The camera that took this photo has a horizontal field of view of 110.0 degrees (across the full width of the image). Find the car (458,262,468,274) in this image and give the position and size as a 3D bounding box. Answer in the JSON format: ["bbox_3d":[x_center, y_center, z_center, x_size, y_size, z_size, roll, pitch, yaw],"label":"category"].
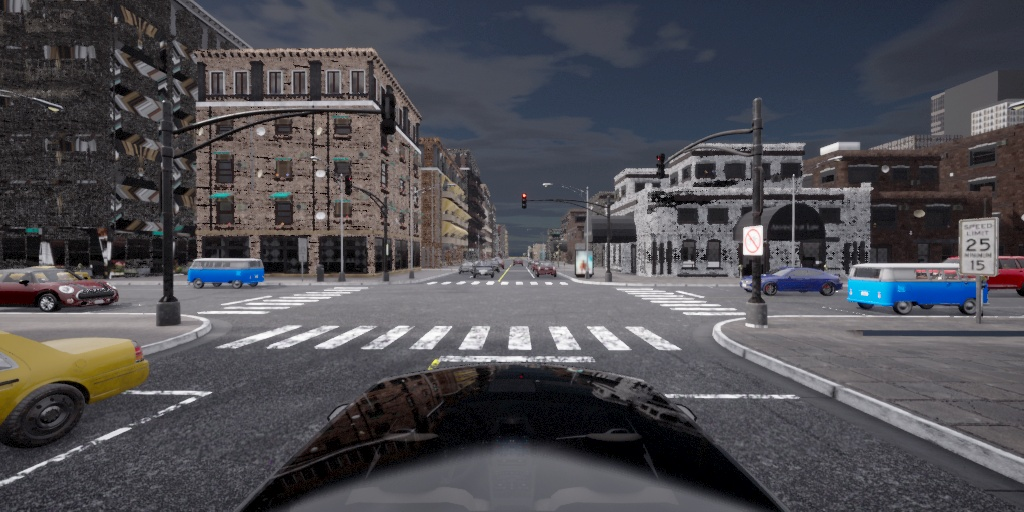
[{"bbox_3d":[-5.031,1.311,40.924,2.007,1.370,4.403,0,0,1],"label":"car"}]

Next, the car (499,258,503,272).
[{"bbox_3d":[-2.386,1.268,43.991,1.837,1.490,4.892,0,0,1],"label":"car"}]

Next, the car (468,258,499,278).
[{"bbox_3d":[-2.571,1.246,33.722,2.128,1.511,4.902,0,0,-1],"label":"car"}]

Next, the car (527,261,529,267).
[{"bbox_3d":[3.542,1.321,52.187,2.007,1.370,4.403,0,0,1],"label":"car"}]

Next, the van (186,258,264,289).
[{"bbox_3d":[-17.430,1.030,21.886,3.998,1.789,1.690,0,0,1],"label":"van"}]

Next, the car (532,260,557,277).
[{"bbox_3d":[3.253,1.195,35.099,1.967,1.591,4.097,0,0,1],"label":"car"}]

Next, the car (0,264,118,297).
[{"bbox_3d":[-17.529,1.190,13.506,4.097,1.591,1.967,0,0,1],"label":"car"}]

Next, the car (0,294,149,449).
[{"bbox_3d":[-5.681,1.275,2.609,1.751,1.417,4.829,0,0,1],"label":"car"}]

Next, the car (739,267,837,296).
[{"bbox_3d":[14.688,1.298,18.982,4.674,1.442,1.812,0,0,2],"label":"car"}]

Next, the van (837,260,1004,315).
[{"bbox_3d":[14.849,1.156,13.198,3.998,1.789,1.690,0,0,1],"label":"van"}]

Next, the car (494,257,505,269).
[{"bbox_3d":[-2.158,1.253,56.605,1.882,1.535,5.008,0,0,1],"label":"car"}]

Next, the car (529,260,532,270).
[{"bbox_3d":[3.445,1.347,46.491,1.802,1.307,4.207,0,0,1],"label":"car"}]

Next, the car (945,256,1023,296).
[{"bbox_3d":[24.350,1.019,18.891,5.566,2.045,2.150,0,0,0],"label":"car"}]
